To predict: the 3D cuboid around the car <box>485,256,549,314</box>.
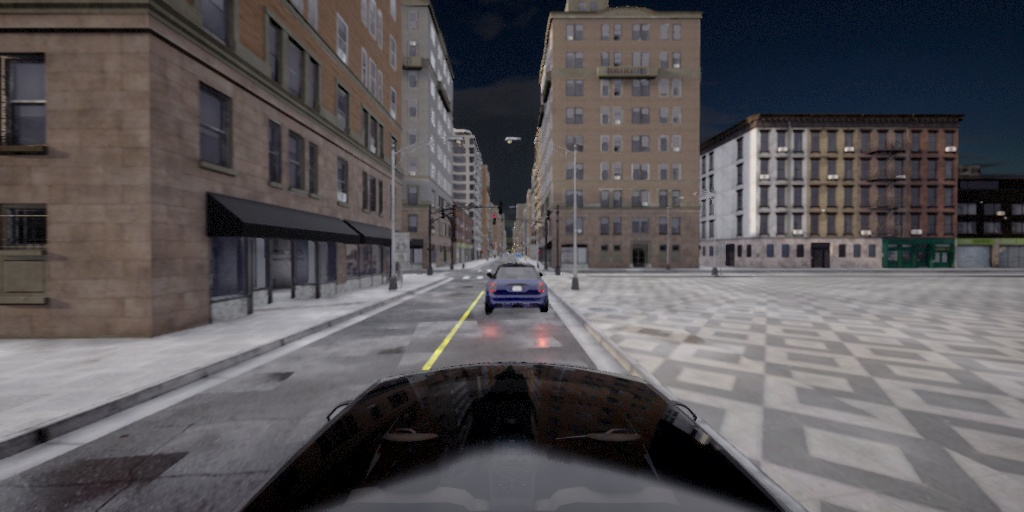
[{"bbox_3d":[0.109,1.014,13.465,2.097,1.767,4.553,0,1,-1],"label":"car"}]
